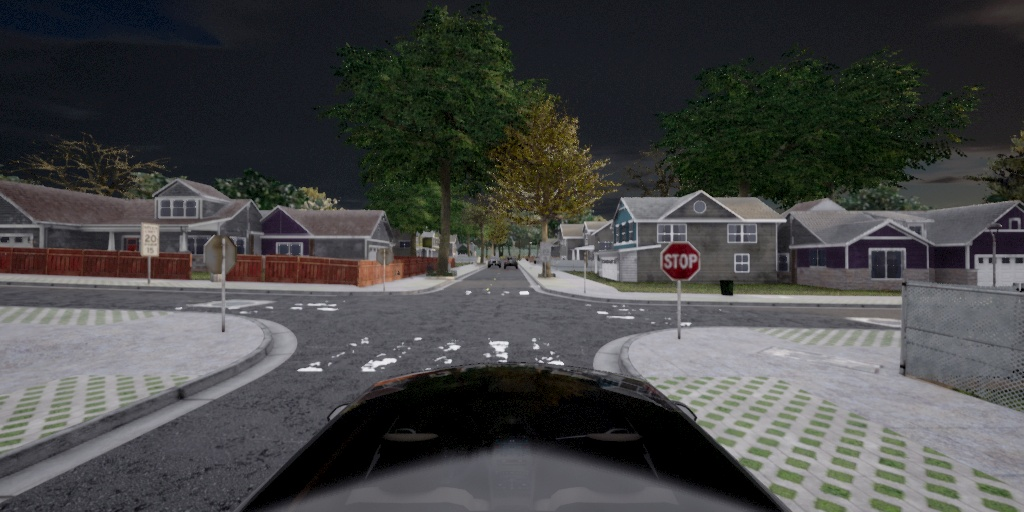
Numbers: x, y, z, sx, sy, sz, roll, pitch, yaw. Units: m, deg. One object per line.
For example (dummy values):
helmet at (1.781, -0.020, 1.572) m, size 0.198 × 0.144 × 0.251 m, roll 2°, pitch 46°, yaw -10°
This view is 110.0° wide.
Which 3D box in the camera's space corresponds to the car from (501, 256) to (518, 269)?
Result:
car at (-0.176, 0.977, 56.289) m, size 2.150 × 2.045 × 5.566 m, roll 0°, pitch 0°, yaw 0°

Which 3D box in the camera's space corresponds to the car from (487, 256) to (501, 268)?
car at (-2.942, 0.978, 61.226) m, size 2.150 × 2.045 × 5.566 m, roll 0°, pitch 0°, yaw 0°
